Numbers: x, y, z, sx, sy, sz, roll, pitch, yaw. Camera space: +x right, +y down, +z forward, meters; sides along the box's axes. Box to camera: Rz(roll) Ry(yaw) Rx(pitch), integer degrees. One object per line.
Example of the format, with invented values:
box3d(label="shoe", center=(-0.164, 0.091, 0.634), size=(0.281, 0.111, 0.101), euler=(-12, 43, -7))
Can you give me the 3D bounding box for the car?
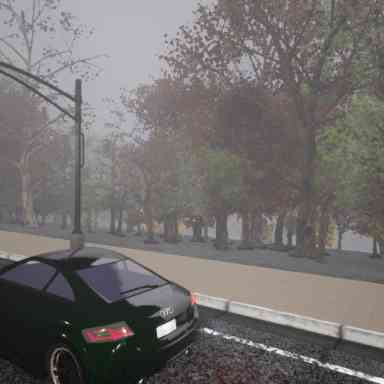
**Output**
box3d(label="car", center=(-1.926, 1.563, 5.061), size=(4.181, 1.385, 1.994), euler=(0, 0, 36))
